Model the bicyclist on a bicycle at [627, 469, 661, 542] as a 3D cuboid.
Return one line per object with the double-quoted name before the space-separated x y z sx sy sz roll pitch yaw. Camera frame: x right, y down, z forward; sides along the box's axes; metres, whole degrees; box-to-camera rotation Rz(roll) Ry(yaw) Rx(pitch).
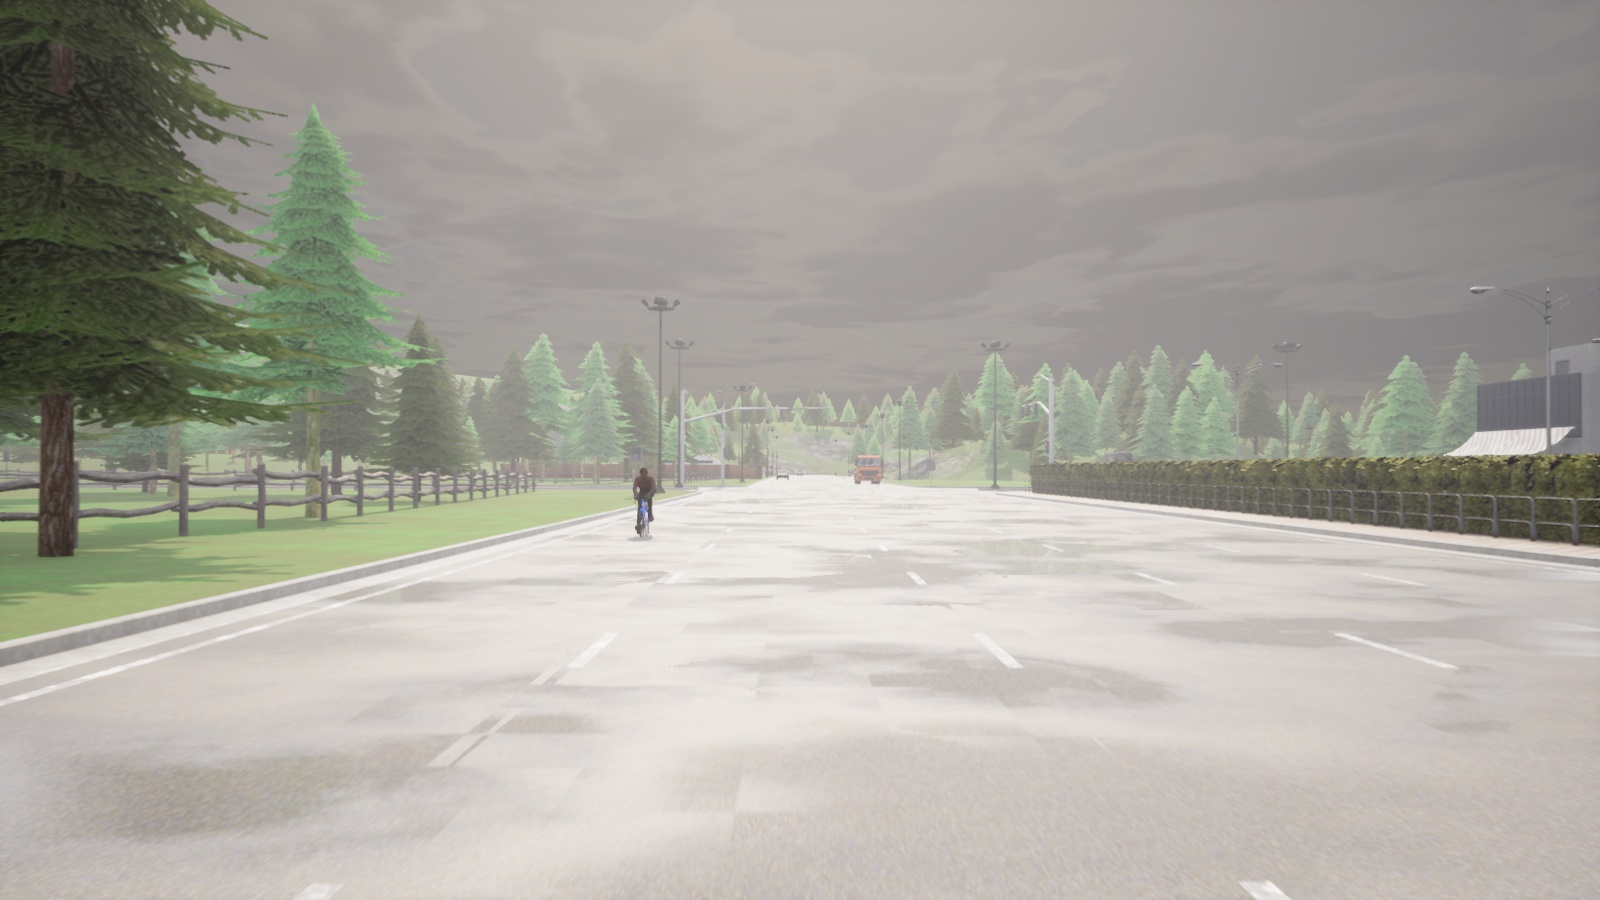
"bicyclist on a bicycle" -3.567 1.250 28.806 0.582 1.620 1.656 0 -1 0
